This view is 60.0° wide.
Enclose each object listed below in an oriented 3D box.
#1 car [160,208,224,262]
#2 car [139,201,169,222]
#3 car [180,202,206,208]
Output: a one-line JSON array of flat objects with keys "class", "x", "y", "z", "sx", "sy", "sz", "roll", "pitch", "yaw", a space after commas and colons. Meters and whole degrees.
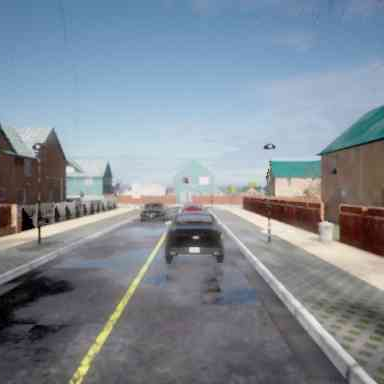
[{"class": "car", "x": 0.085, "y": 1.459, "z": 11.852, "sx": 1.837, "sy": 1.490, "sz": 4.892, "roll": 0, "pitch": -1, "yaw": 0}, {"class": "car", "x": -2.828, "y": 1.448, "z": 25.576, "sx": 1.837, "sy": 1.490, "sz": 4.892, "roll": 0, "pitch": 0, "yaw": 0}, {"class": "car", "x": 0.086, "y": 1.469, "z": 25.850, "sx": 1.812, "sy": 1.442, "sz": 4.674, "roll": 0, "pitch": 0, "yaw": 0}]
